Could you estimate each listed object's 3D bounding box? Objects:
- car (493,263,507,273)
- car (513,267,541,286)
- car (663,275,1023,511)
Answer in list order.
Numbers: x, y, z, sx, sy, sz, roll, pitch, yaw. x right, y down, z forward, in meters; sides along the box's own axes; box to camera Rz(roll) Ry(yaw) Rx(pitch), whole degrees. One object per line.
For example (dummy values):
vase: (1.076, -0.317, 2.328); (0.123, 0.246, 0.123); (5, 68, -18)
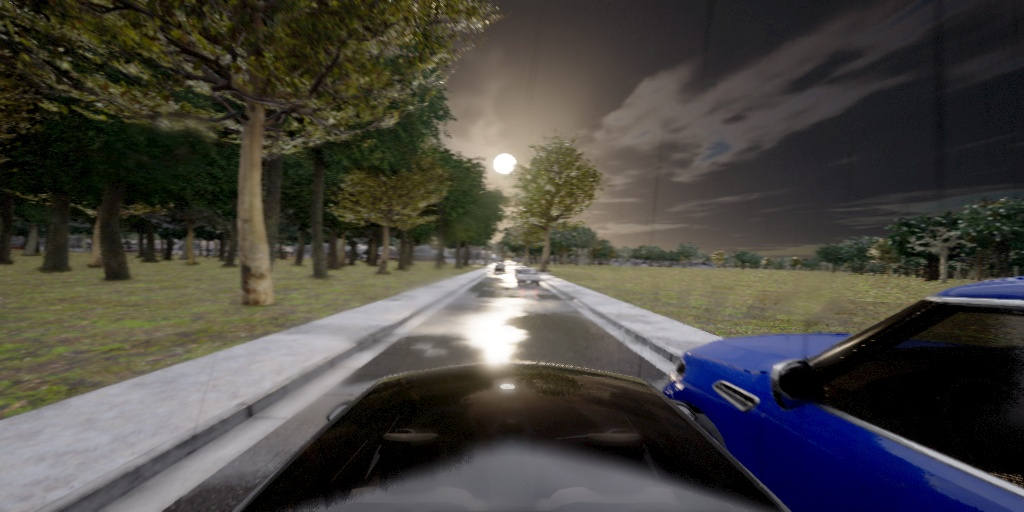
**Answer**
car: (-1.830, 1.850, 55.232); (1.837, 1.490, 4.892); (2, -1, -1)
car: (1.277, 1.737, 29.976); (1.895, 1.301, 4.718); (2, -1, 0)
car: (2.410, 0.964, 0.826); (2.150, 2.045, 5.566); (-3, -1, -1)
